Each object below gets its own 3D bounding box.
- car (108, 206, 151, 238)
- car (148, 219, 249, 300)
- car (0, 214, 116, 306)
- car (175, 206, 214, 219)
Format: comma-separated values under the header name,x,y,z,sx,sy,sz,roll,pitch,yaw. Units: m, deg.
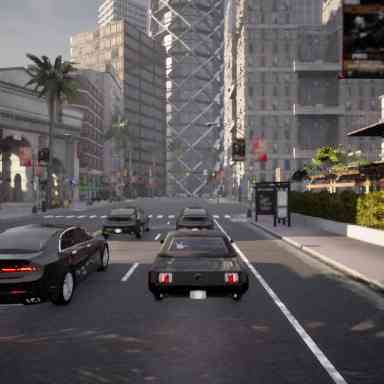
name,x,y,z,sx,sy,sz,roll,pitch,yaw
car,-3.361,1.506,17.578,1.837,1.490,4.892,0,0,0
car,0.122,1.601,8.338,1.895,1.301,4.718,0,0,0
car,-3.370,1.505,8.013,1.837,1.490,4.892,0,0,0
car,0.139,1.506,17.700,1.837,1.490,4.892,0,0,0
